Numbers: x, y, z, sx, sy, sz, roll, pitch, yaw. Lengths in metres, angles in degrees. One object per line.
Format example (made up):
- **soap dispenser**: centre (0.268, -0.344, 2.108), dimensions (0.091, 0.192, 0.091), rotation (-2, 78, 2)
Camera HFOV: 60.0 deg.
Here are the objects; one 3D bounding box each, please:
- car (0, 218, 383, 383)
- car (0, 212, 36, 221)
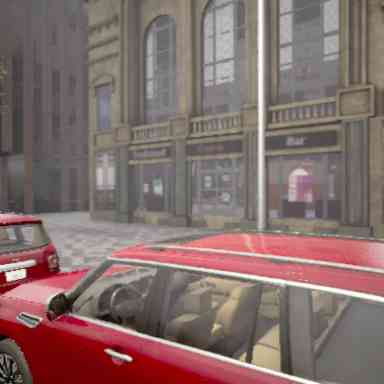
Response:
- **car**: centre (0.125, 1.296, 2.987), dimensions (5.009, 1.841, 2.192), rotation (0, 0, 35)
- **car**: centre (-4.513, 1.288, 6.195), dimensions (5.009, 1.841, 2.192), rotation (0, 0, 35)
